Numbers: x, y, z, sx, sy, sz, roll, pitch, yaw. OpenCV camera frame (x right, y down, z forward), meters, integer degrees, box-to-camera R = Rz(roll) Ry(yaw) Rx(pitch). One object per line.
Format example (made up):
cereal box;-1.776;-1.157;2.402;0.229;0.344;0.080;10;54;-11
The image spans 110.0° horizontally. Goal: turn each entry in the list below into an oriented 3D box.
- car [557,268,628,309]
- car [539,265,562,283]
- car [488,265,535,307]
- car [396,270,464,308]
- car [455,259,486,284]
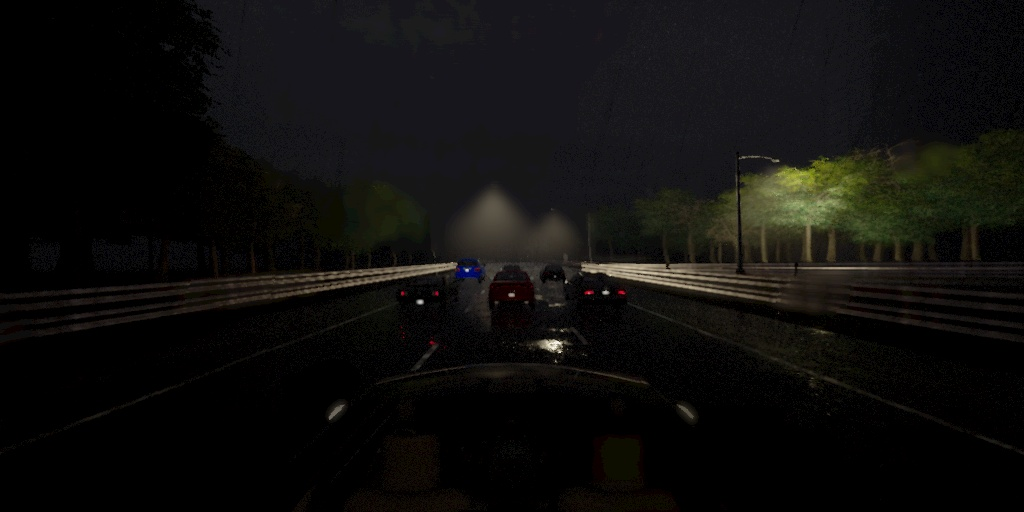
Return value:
car;3.487;1.436;15.838;2.033;1.411;5.357;0;-1;0
car;3.479;1.511;31.311;1.882;1.535;5.008;0;0;0
car;-0.007;1.370;16.309;1.882;1.535;5.008;0;0;0
car;-3.512;1.490;15.949;1.895;1.301;4.718;0;-1;0
car;-3.528;1.246;30.846;2.150;2.045;5.566;0;0;0
